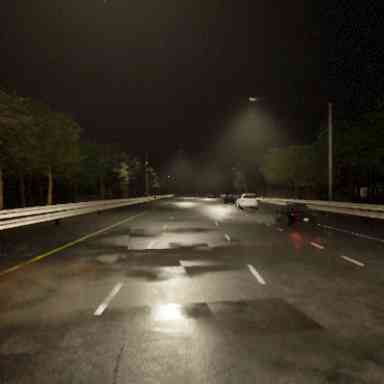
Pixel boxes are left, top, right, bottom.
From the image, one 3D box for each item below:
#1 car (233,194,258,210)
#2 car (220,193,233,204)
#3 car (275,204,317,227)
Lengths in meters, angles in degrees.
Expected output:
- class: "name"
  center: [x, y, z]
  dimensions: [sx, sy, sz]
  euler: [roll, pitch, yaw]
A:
- class: "car"
  center: [7.009, 1.254, 42.718]
  dimensions: [2.150, 2.045, 5.566]
  euler: [0, 0, 0]
- class: "car"
  center: [7.044, 1.392, 64.155]
  dimensions: [2.097, 1.767, 4.553]
  euler: [0, 0, 0]
- class: "car"
  center: [7.002, 1.538, 22.710]
  dimensions: [1.812, 1.442, 4.674]
  euler: [0, 0, 0]
